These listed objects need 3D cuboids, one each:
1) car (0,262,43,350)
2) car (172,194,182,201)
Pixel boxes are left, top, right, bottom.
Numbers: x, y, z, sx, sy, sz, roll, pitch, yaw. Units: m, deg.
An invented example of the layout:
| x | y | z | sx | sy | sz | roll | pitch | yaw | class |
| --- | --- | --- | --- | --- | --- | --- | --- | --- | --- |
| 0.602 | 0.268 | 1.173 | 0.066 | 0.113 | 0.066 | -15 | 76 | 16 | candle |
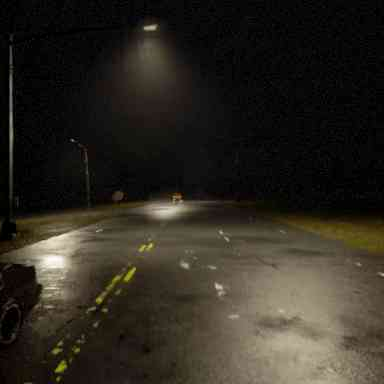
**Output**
| x | y | z | sx | sy | sz | roll | pitch | yaw | class |
| --- | --- | --- | --- | --- | --- | --- | --- | --- | --- |
| -3.501 | 1.546 | 3.488 | 2.033 | 1.411 | 5.357 | 0 | 0 | 0 | car |
| -3.301 | 1.167 | 74.427 | 1.882 | 1.535 | 5.008 | 0 | 1 | 1 | car |
